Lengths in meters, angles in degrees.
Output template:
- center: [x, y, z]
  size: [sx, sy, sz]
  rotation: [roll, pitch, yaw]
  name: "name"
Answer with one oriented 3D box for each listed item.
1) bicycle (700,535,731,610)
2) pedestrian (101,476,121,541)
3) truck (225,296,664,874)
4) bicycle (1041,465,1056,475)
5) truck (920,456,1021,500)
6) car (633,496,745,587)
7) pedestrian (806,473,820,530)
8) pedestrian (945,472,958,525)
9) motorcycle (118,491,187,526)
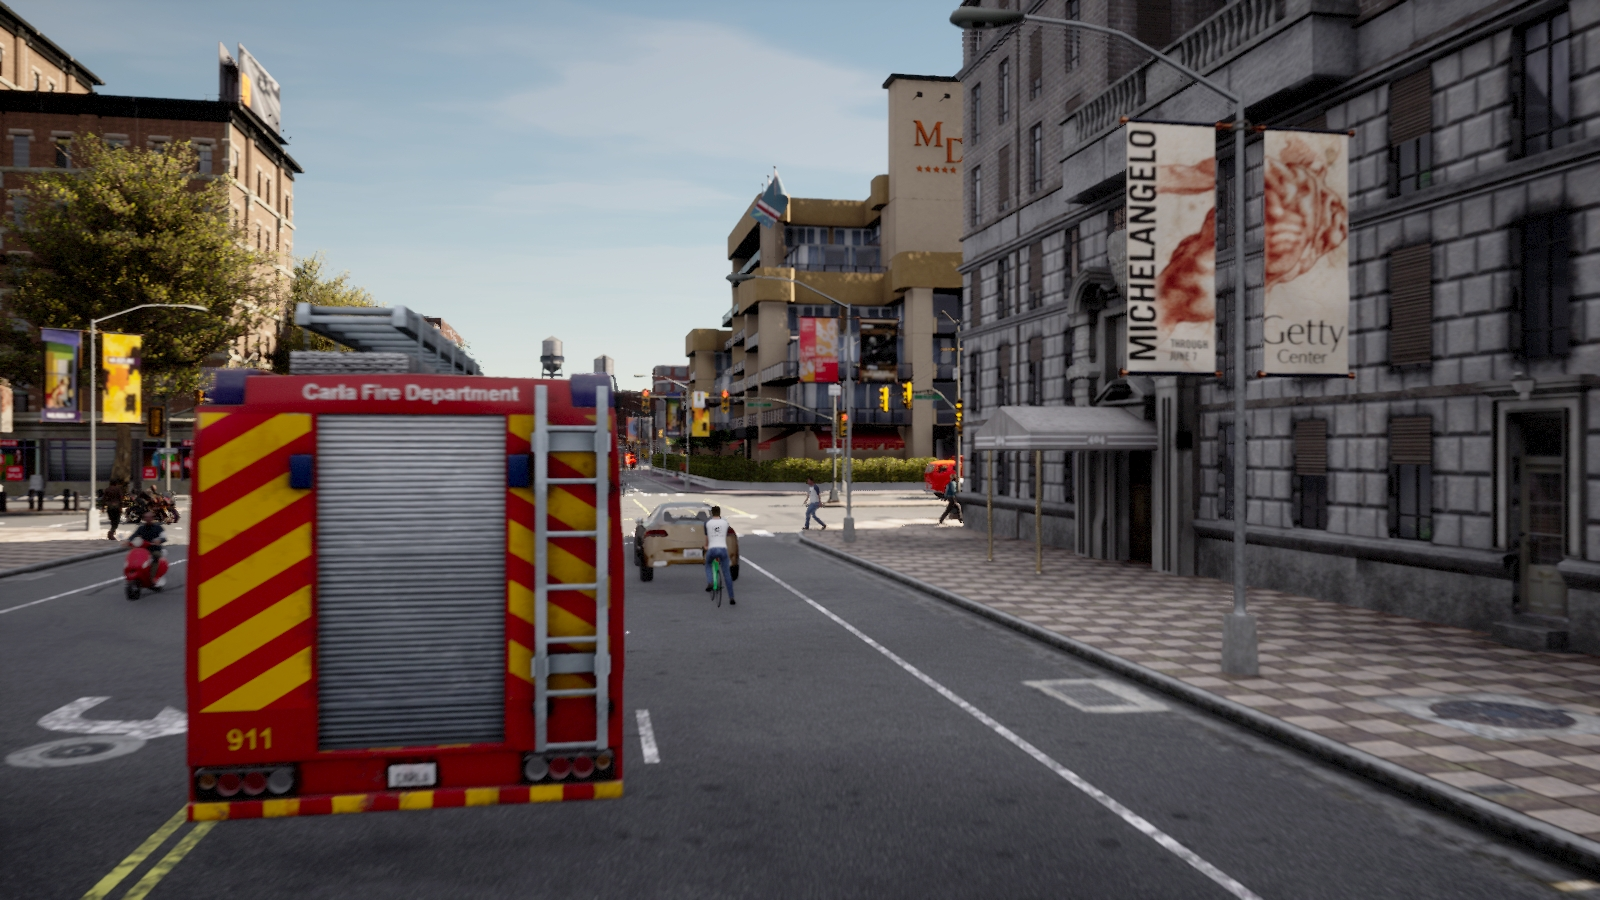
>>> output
- center: [-1.544, 2.206, 20.822]
  size: [0.373, 1.196, 1.643]
  rotation: [0, 0, -11]
  name: "bicycle"
- center: [-19.897, 1.694, 32.990]
  size: [0.375, 1.860, 0.375]
  rotation: [0, 0, -10]
  name: "pedestrian"
- center: [-3.166, 0.891, 11.986]
  size: [2.891, 3.827, 8.468]
  rotation: [0, 0, -11]
  name: "truck"
- center: [27.533, 2.211, 126.589]
  size: [1.643, 1.196, 0.373]
  rotation: [0, -1, -26]
  name: "bicycle"
- center: [9.838, 1.570, 66.169]
  size: [5.204, 2.467, 2.627]
  rotation: [0, 0, -11]
  name: "truck"
- center: [-2.651, 1.992, 26.123]
  size: [2.152, 1.651, 5.027]
  rotation: [0, 0, -10]
  name: "car"
- center: [0.437, 1.697, 37.799]
  size: [0.375, 1.860, 0.375]
  rotation: [0, 0, -16]
  name: "pedestrian"
- center: [5.312, 1.697, 40.154]
  size: [0.375, 1.860, 0.375]
  rotation: [0, 0, -7]
  name: "pedestrian"
- center: [-24.461, 2.203, 43.172]
  size: [2.209, 1.251, 0.867]
  rotation: [0, 1, 8]
  name: "motorcycle"
